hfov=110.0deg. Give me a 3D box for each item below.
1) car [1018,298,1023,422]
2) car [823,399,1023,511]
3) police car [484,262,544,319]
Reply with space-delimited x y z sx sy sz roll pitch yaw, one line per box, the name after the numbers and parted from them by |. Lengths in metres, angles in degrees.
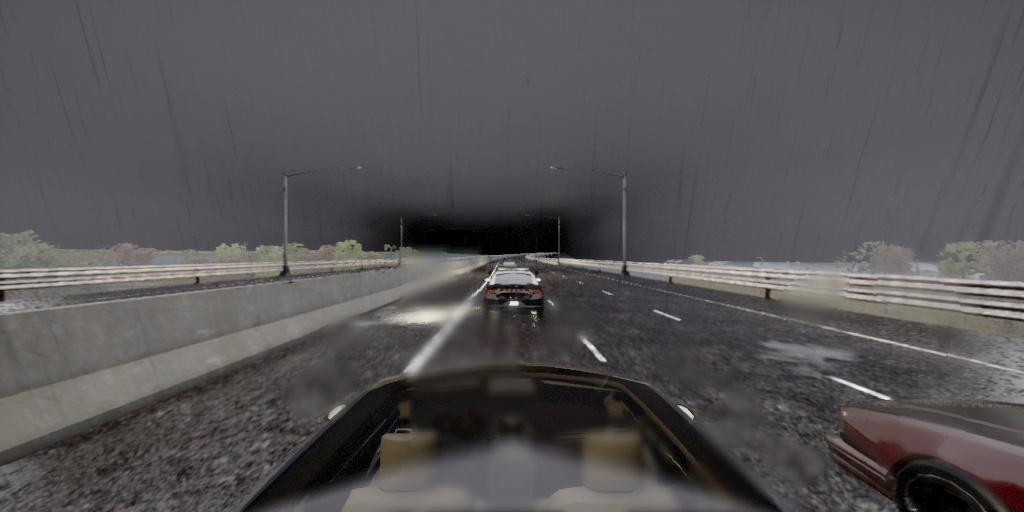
7.092 1.253 1.926 1.837 1.490 4.892 0 0 0 | car
3.595 1.297 0.554 2.033 1.411 5.357 0 0 0 | car
0.051 1.173 13.015 1.930 1.638 5.238 0 0 0 | police car
